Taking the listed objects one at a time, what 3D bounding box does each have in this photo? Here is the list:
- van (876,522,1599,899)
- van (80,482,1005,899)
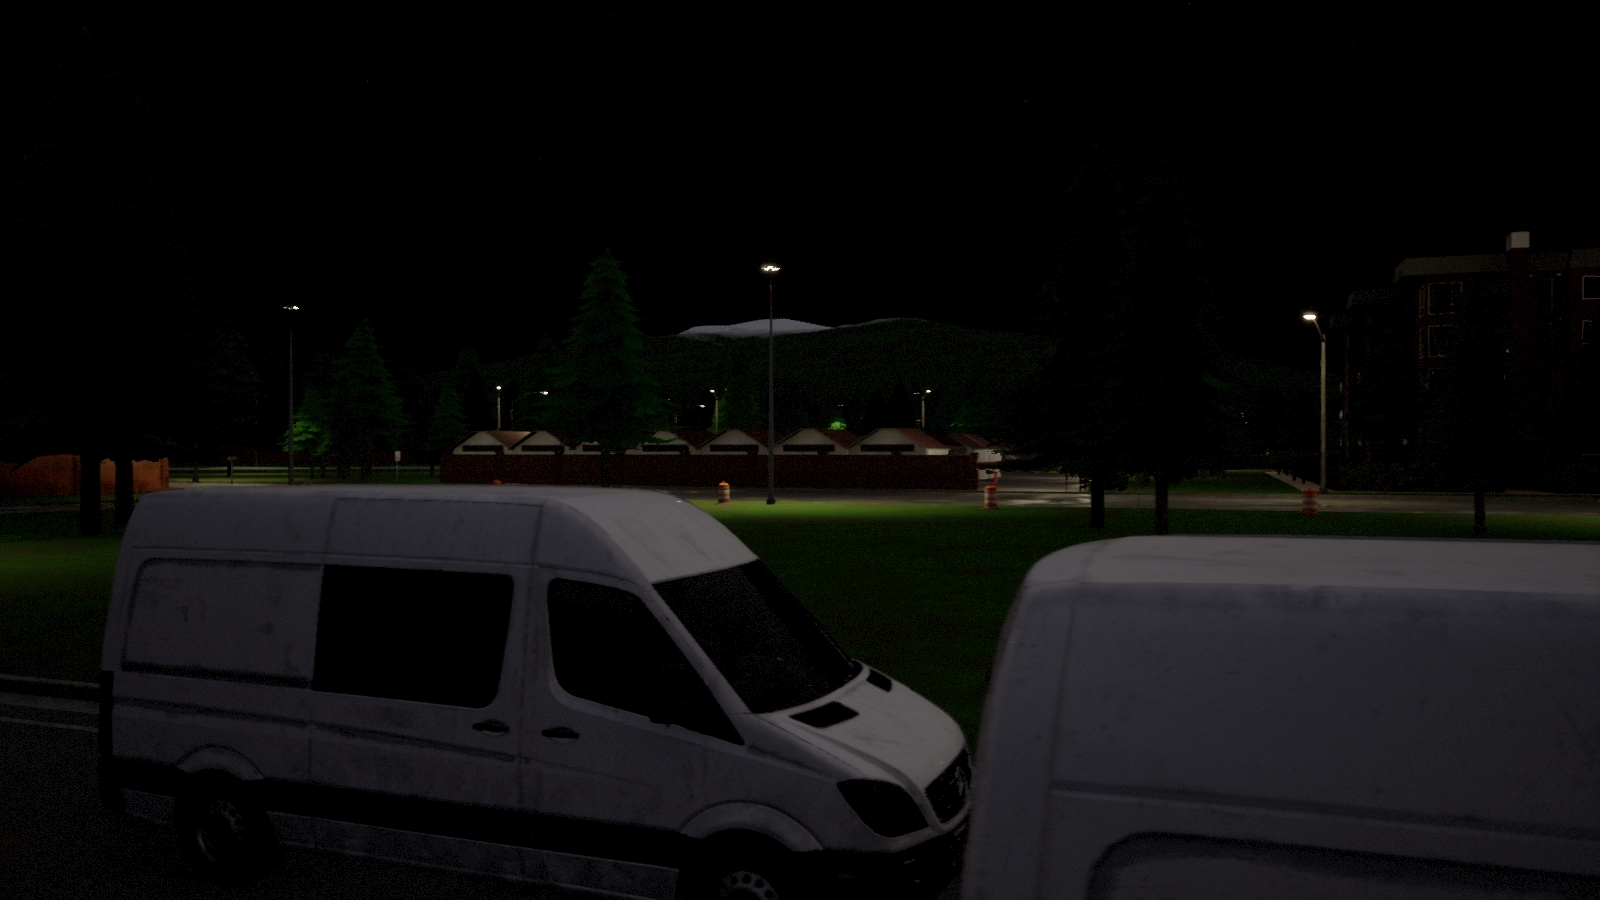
[{"bbox_3d":[3.266,1.534,2.115,5.915,2.561,1.988,0,0,20],"label":"van"},{"bbox_3d":[-1.761,1.537,7.668,5.915,2.561,1.988,0,0,20],"label":"van"}]
